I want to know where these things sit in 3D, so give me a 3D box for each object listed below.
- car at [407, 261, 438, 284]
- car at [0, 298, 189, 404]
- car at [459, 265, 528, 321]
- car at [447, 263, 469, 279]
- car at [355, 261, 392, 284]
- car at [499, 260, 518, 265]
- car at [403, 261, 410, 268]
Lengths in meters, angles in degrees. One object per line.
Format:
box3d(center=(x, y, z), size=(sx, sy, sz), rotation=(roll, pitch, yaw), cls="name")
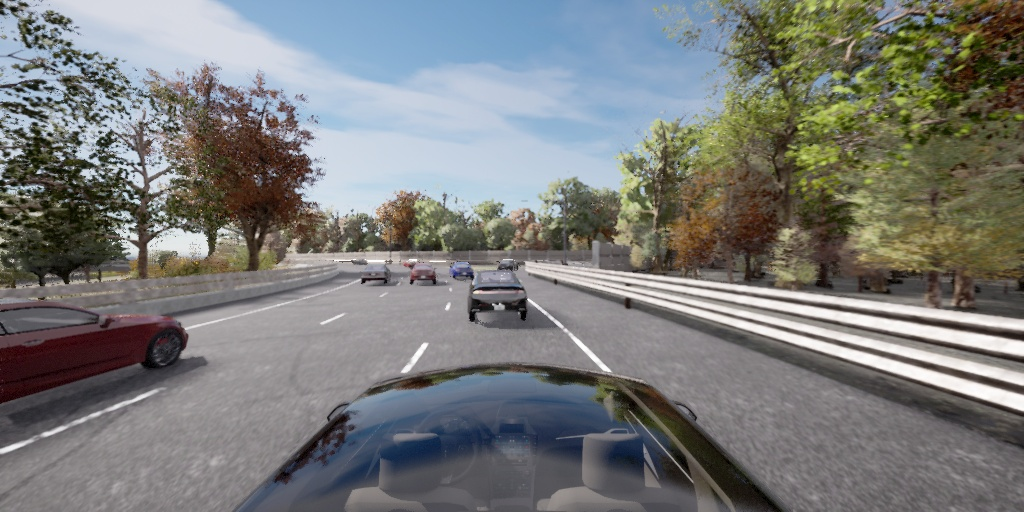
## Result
box3d(center=(-6.824, 1.318, 27.553), size=(1.812, 1.442, 4.674), rotation=(0, 0, -14), cls="car")
box3d(center=(-7.090, 1.304, 4.903), size=(1.812, 1.442, 4.674), rotation=(0, 0, -2), cls="car")
box3d(center=(-0.609, 1.251, 12.583), size=(2.128, 1.511, 4.902), rotation=(0, 0, -6), cls="car")
box3d(center=(-4.650, 1.313, 32.548), size=(1.812, 1.442, 4.674), rotation=(0, 0, -16), cls="car")
box3d(center=(-10.403, 1.353, 27.660), size=(2.033, 1.411, 5.357), rotation=(0, 0, -15), cls="car")
box3d(center=(-0.461, 1.307, 47.717), size=(1.812, 1.442, 4.674), rotation=(0, 0, 17), cls="car")
box3d(center=(-17.092, 1.452, 60.747), size=(1.895, 1.301, 4.718), rotation=(0, 0, -31), cls="car")
